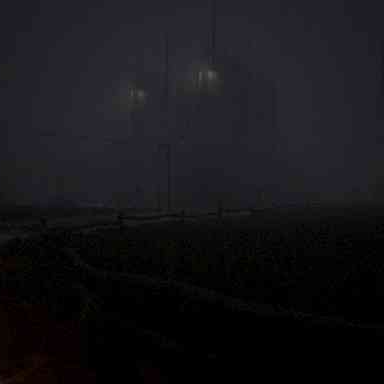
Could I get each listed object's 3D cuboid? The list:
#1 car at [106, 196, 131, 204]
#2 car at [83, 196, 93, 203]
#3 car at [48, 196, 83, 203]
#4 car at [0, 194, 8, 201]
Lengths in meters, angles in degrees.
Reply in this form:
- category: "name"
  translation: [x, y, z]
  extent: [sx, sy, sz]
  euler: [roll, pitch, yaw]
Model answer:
- category: "car"
  translation: [-12.300, 1.466, 55.377]
  extent: [5.008, 1.535, 1.882]
  euler: [0, 0, 38]
- category: "car"
  translation: [-20.320, 1.476, 61.534]
  extent: [4.902, 1.511, 2.128]
  euler: [0, 0, 38]
- category: "car"
  translation: [-19.836, 1.467, 51.356]
  extent: [2.242, 1.667, 4.611]
  euler: [0, 0, 39]
- category: "car"
  translation: [-38.810, 1.293, 66.386]
  extent: [1.905, 1.878, 3.866]
  euler: [0, 0, 39]
